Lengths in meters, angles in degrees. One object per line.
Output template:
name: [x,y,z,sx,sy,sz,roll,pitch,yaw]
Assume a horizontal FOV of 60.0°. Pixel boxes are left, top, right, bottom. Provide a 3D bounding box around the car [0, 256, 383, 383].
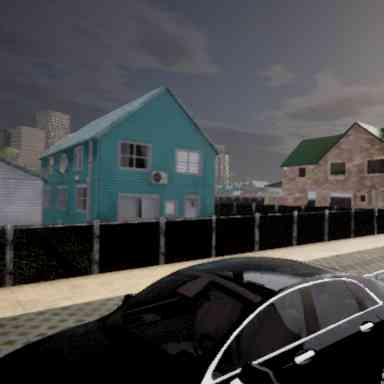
car: [0.435,1.525,3.381,4.892,1.490,1.837,1,-1,-36]
